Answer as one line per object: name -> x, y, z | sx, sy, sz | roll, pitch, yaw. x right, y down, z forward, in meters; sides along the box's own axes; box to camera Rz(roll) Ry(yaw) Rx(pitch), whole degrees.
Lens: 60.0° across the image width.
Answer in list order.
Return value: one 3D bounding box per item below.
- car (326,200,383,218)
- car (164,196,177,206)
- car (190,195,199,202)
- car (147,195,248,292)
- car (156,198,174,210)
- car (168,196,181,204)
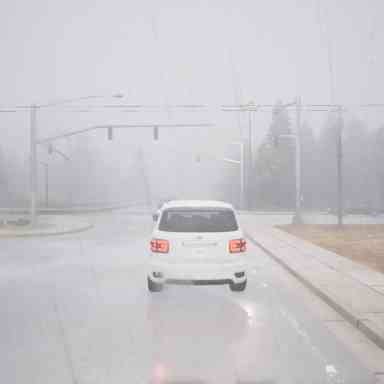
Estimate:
car -> 14.941, 1.518, 30.488 | 4.902, 1.511, 2.128 | 0, 0, 1
car -> -3.556, 1.505, 55.126 | 1.837, 1.490, 4.892 | 0, 0, 0
car -> 0.593, 1.525, 81.687 | 2.128, 1.511, 4.902 | 0, 0, 2
car -> 0.068, 1.218, 9.086 | 2.150, 2.045, 5.566 | 0, 0, -2
car -> -3.584, 1.547, 44.939 | 2.033, 1.411, 5.357 | 0, 0, 0
car -> -3.422, 1.491, 65.392 | 2.128, 1.511, 4.902 | 0, 0, 1
